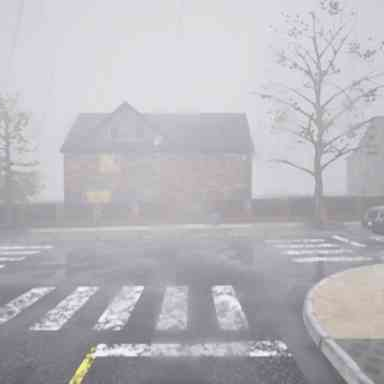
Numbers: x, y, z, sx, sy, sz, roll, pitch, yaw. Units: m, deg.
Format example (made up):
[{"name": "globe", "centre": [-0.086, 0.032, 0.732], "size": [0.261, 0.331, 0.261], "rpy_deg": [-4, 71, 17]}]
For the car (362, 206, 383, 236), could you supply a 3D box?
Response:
[{"name": "car", "centre": [10.237, 0.911, 13.984], "size": [5.566, 2.045, 2.150], "rpy_deg": [-1, 1, 0]}]
